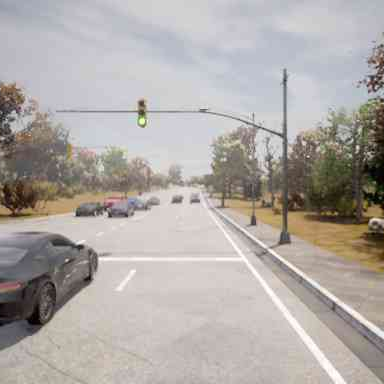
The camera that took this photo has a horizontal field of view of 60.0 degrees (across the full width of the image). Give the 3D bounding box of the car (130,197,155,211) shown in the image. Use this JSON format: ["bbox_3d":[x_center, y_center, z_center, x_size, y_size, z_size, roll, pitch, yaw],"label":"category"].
[{"bbox_3d":[-6.712,1.723,45.196,2.128,1.511,4.902,0,0,1],"label":"car"}]

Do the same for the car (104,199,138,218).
[{"bbox_3d":[-6.836,1.693,32.537,1.812,1.442,4.674,0,0,0],"label":"car"}]

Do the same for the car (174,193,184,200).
[{"bbox_3d":[-2.839,0.967,73.852,1.895,1.301,4.718,0,3,1],"label":"car"}]

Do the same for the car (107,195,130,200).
[{"bbox_3d":[-10.220,1.449,44.313,2.150,2.045,5.566,0,0,0],"label":"car"}]

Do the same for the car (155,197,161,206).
[{"bbox_3d":[-6.574,1.599,57.825,1.837,1.490,4.892,0,3,1],"label":"car"}]

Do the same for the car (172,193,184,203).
[{"bbox_3d":[-2.838,1.338,63.915,1.837,1.490,4.892,0,3,1],"label":"car"}]

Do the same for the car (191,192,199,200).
[{"bbox_3d":[0.669,0.874,74.268,1.812,1.442,4.674,0,3,1],"label":"car"}]

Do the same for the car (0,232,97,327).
[{"bbox_3d":[-3.403,1.562,6.980,1.812,1.442,4.674,0,0,-1],"label":"car"}]

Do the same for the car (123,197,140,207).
[{"bbox_3d":[-10.099,1.641,55.555,1.882,1.535,5.008,0,1,0],"label":"car"}]

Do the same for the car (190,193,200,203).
[{"bbox_3d":[0.668,1.410,64.392,1.895,1.301,4.718,0,3,1],"label":"car"}]

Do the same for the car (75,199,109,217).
[{"bbox_3d":[-10.322,1.679,33.939,1.837,1.490,4.892,0,0,1],"label":"car"}]
